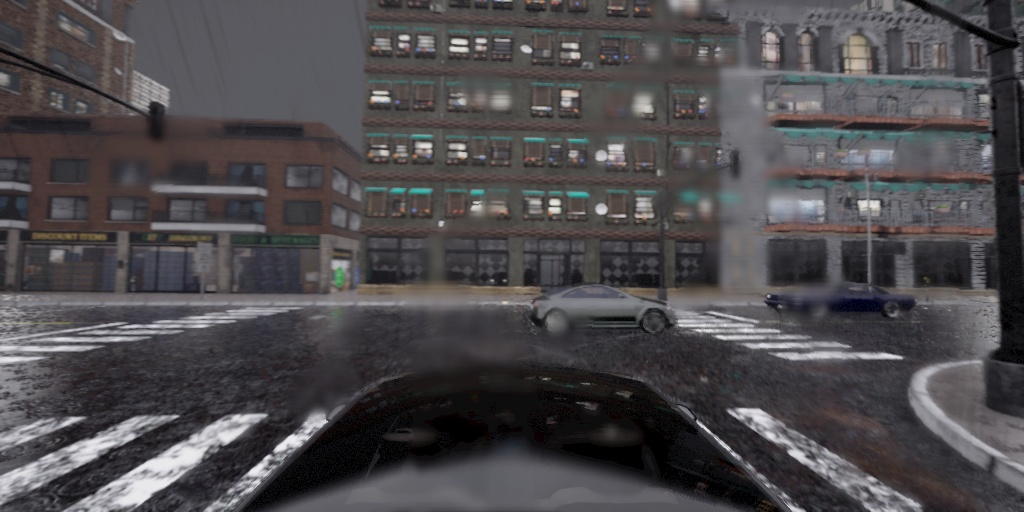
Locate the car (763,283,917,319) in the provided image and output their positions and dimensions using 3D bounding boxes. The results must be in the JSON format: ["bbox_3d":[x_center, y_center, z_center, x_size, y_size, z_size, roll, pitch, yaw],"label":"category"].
[{"bbox_3d":[12.788,1.727,14.207,4.718,1.301,1.895,0,-2,-2],"label":"car"}]

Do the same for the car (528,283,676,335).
[{"bbox_3d":[2.579,1.505,10.706,4.181,1.385,1.994,0,-2,-2],"label":"car"}]
